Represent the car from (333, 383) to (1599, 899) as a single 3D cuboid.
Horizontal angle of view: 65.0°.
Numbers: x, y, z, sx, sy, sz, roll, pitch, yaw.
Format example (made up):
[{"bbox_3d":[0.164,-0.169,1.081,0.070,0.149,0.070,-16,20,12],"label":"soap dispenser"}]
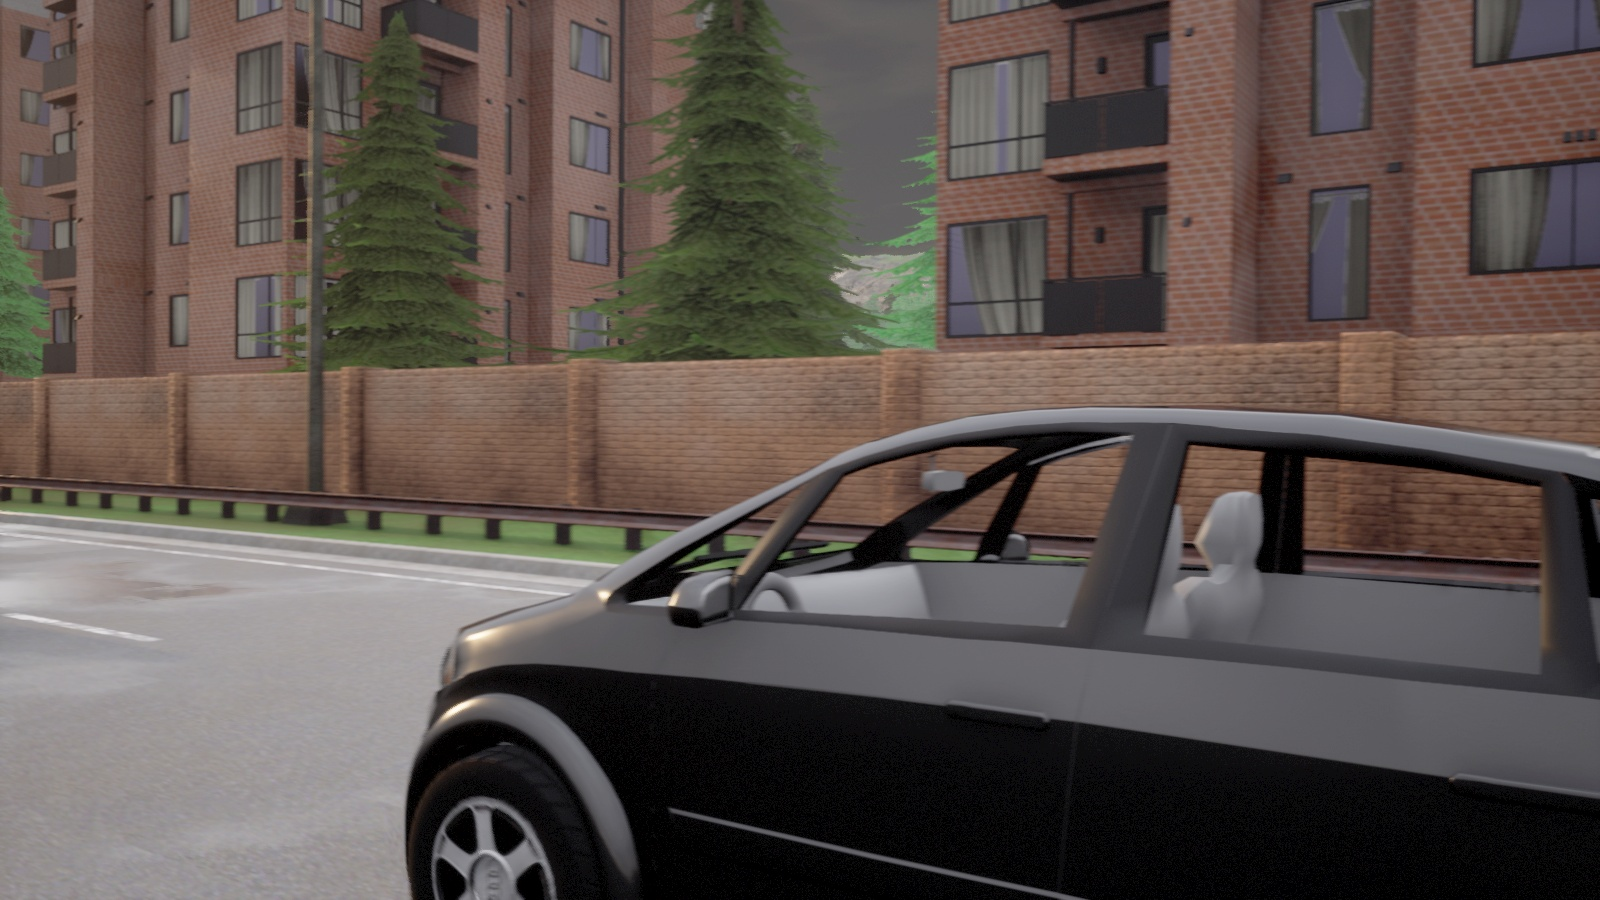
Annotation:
[{"bbox_3d":[0.792,0.662,3.097,3.705,1.549,1.789,0,1,34],"label":"car"}]
